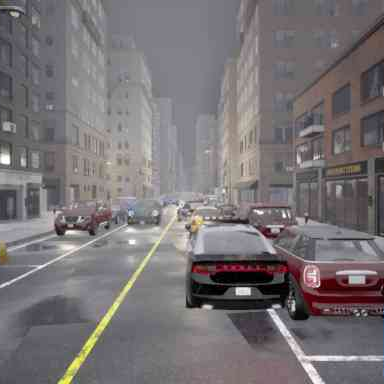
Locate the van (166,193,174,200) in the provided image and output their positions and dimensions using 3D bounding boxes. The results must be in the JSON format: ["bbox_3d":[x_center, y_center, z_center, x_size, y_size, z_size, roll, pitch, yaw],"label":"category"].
[{"bbox_3d":[-5.976,1.265,90.915,1.690,1.788,3.998,0,0,0],"label":"van"}]

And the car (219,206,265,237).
[{"bbox_3d":[2.643,1.565,18.644,1.947,1.339,4.313,0,0,0],"label":"car"}]

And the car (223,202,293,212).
[{"bbox_3d":[2.650,1.314,12.974,2.192,1.841,5.009,0,0,0],"label":"car"}]

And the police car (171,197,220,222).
[{"bbox_3d":[0.242,1.423,23.959,1.930,1.638,5.238,0,0,-17],"label":"police car"}]

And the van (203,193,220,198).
[{"bbox_3d":[2.614,1.331,41.321,1.690,1.788,3.998,0,0,0],"label":"van"}]

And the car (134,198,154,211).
[{"bbox_3d":[-5.912,1.515,41.125,1.752,1.417,4.829,0,0,0],"label":"car"}]

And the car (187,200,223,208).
[{"bbox_3d":[0.763,1.455,18.133,1.801,1.575,5.366,0,0,0],"label":"car"}]

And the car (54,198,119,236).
[{"bbox_3d":[-5.883,1.314,18.620,2.192,1.841,5.009,0,0,0],"label":"car"}]

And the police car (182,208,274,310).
[{"bbox_3d":[0.786,1.425,8.038,1.930,1.638,5.238,0,0,-1],"label":"police car"}]

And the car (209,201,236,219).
[{"bbox_3d":[2.628,1.549,29.981,2.008,1.369,4.403,0,0,0],"label":"car"}]

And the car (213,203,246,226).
[{"bbox_3d":[2.635,1.564,24.312,1.947,1.339,4.313,0,0,0],"label":"car"}]

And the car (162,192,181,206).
[{"bbox_3d":[-3.066,1.203,50.361,2.150,2.045,5.566,0,0,0],"label":"car"}]

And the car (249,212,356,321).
[{"bbox_3d":[2.658,1.440,7.305,1.967,1.590,4.097,0,0,0],"label":"car"}]

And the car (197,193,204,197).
[{"bbox_3d":[2.571,1.391,74.186,1.967,1.590,4.097,0,0,0],"label":"car"}]

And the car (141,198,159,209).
[{"bbox_3d":[-5.919,1.534,46.962,2.008,1.369,4.403,0,0,0],"label":"car"}]

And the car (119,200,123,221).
[{"bbox_3d":[-5.890,1.549,24.288,2.008,1.369,4.403,0,0,0],"label":"car"}]

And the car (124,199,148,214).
[{"bbox_3d":[-5.904,1.520,35.455,1.752,1.417,4.829,0,0,0],"label":"car"}]

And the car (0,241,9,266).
[{"bbox_3d":[-5.867,1.525,7.114,1.752,1.417,4.829,0,0,0],"label":"car"}]

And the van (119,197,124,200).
[{"bbox_3d":[-5.898,1.339,29.956,1.690,1.788,3.998,0,0,0],"label":"van"}]

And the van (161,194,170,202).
[{"bbox_3d":[-5.954,1.292,74.157,1.690,1.788,3.998,0,0,0],"label":"van"}]

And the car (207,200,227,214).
[{"bbox_3d":[2.621,1.577,35.651,1.802,1.307,4.206,0,0,0],"label":"car"}]

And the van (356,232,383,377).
[{"bbox_3d":[2.665,1.341,1.635,1.690,1.788,3.998,0,0,0],"label":"van"}]

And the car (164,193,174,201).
[{"bbox_3d":[-5.969,1.249,85.330,2.192,1.841,5.009,0,0,0],"label":"car"}]

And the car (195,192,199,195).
[{"bbox_3d":[2.557,1.249,85.356,2.192,1.841,5.009,0,0,0],"label":"car"}]

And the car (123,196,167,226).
[{"bbox_3d":[-3.130,1.350,23.193,2.097,1.767,4.553,0,0,0],"label":"car"}]
